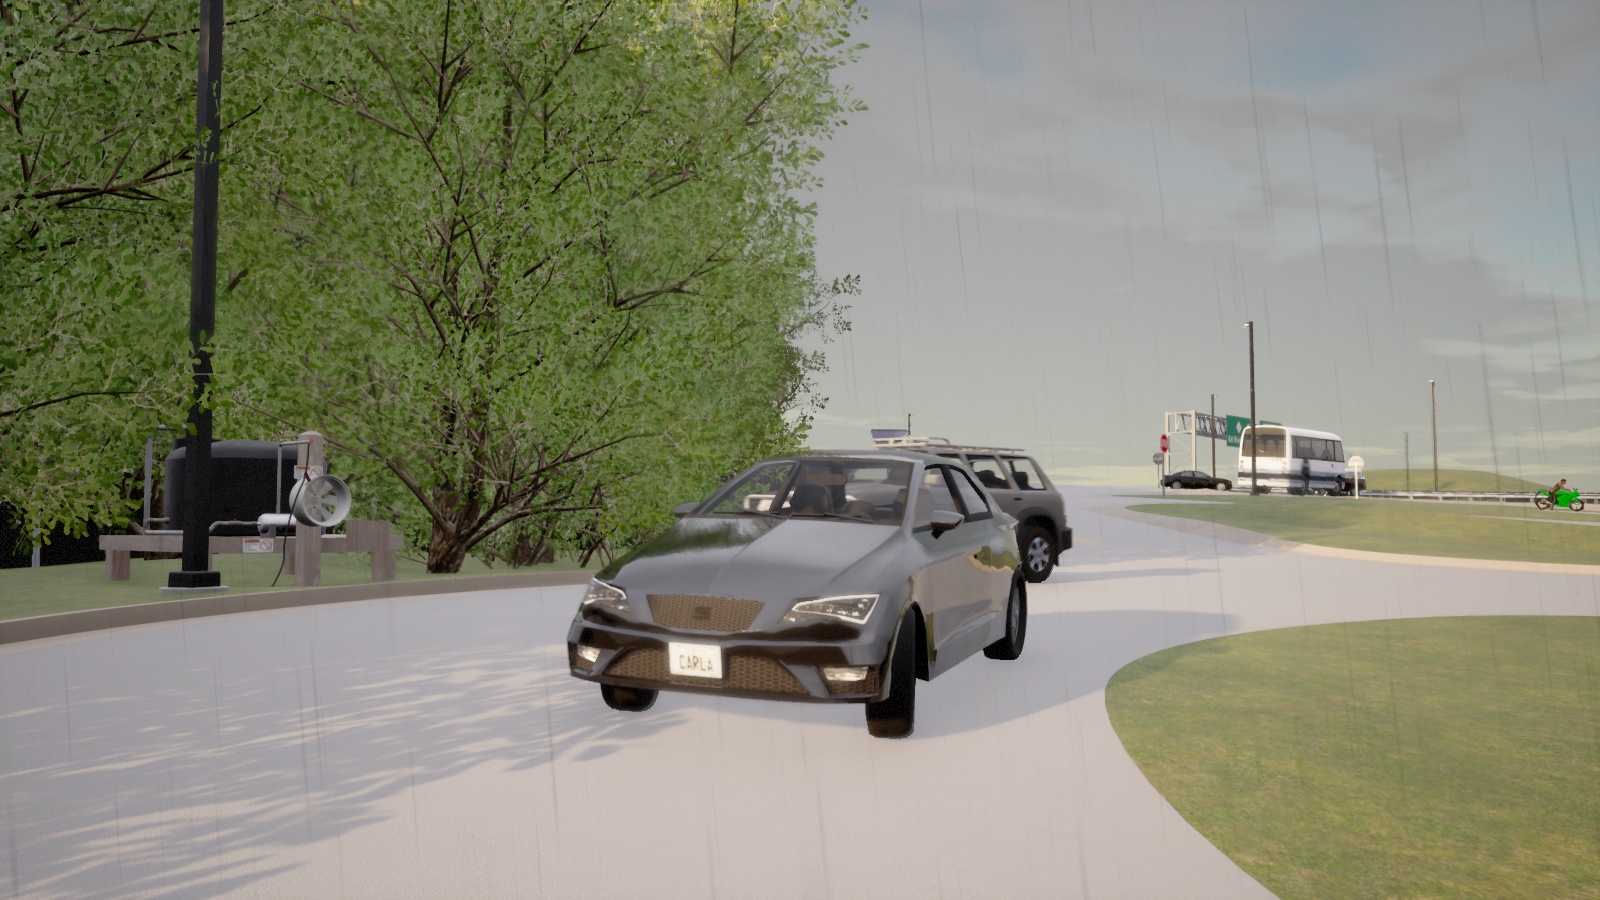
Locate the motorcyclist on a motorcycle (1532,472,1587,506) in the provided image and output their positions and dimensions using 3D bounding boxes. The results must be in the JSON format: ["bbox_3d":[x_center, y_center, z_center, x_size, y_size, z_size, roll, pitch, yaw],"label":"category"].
[{"bbox_3d":[35.644,1.813,58.960,2.044,1.523,0.797,1,-1,43],"label":"motorcyclist on a motorcycle"}]

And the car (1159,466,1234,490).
[{"bbox_3d":[28.722,2.006,91.074,5.008,1.535,1.882,1,-3,11],"label":"car"}]

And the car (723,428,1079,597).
[{"bbox_3d":[1.409,0.777,16.038,4.605,1.855,1.932,2,-3,-43],"label":"car"}]

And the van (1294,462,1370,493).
[{"bbox_3d":[37.676,1.973,88.991,4.480,2.038,2.069,2,-2,-6],"label":"van"}]

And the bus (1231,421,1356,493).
[{"bbox_3d":[31.932,0.539,80.956,3.944,4.253,10.273,2,-1,43],"label":"bus"}]

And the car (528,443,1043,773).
[{"bbox_3d":[0.243,0.732,7.938,1.816,1.474,4.193,1,0,21],"label":"car"}]
